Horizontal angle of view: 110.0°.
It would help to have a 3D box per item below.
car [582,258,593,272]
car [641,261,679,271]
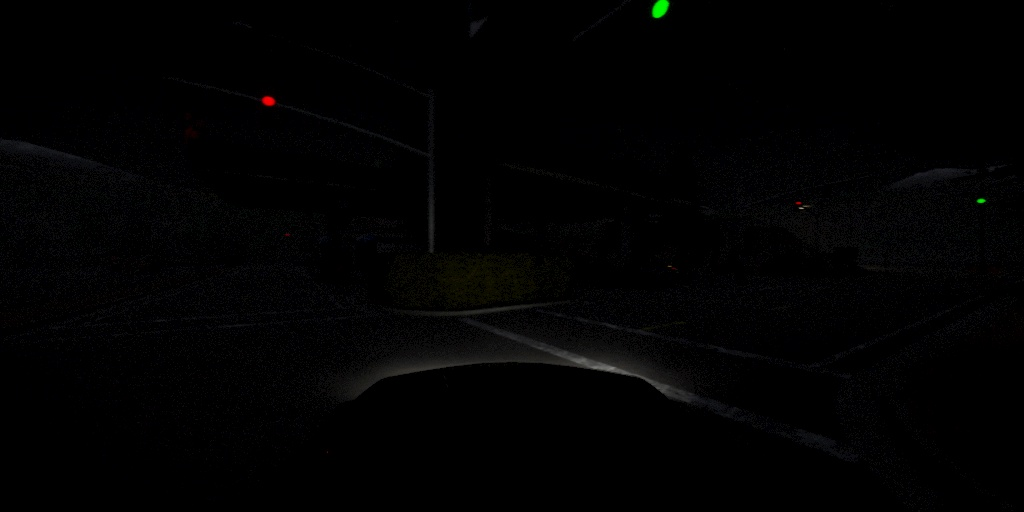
[{"bbox_3d":[9.737,1.355,55.233,1.895,1.301,4.718,0,0,-32],"label":"car"},{"bbox_3d":[17.512,1.282,42.718,1.812,1.442,4.674,0,0,-32],"label":"car"}]
